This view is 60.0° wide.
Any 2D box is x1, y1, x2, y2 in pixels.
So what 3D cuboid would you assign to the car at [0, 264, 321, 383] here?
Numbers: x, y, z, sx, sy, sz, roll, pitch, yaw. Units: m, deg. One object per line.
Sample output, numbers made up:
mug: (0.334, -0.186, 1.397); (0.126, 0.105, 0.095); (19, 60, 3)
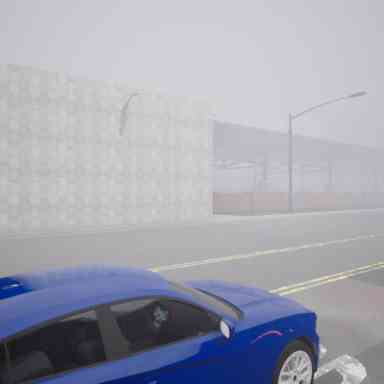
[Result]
car: (-0.791, 1.477, 3.185); (5.008, 1.535, 1.882); (0, 0, -36)
